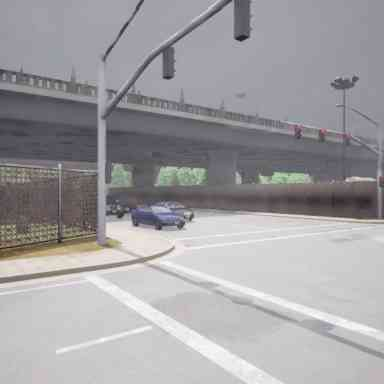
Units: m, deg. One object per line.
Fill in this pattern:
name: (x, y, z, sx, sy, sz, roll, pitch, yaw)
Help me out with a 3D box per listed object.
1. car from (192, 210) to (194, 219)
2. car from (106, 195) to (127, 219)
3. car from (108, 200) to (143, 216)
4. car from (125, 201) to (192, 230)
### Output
car: (-1.729, 1.547, 26.817, 2.128, 1.511, 4.902, 0, 0, -36)
car: (-7.988, 1.277, 29.558, 2.150, 2.045, 5.566, 0, 0, -36)
car: (-6.903, 1.619, 34.068, 1.994, 1.385, 4.181, 0, 0, -36)
car: (-2.330, 1.581, 21.677, 1.812, 1.442, 4.674, 0, 0, -38)
